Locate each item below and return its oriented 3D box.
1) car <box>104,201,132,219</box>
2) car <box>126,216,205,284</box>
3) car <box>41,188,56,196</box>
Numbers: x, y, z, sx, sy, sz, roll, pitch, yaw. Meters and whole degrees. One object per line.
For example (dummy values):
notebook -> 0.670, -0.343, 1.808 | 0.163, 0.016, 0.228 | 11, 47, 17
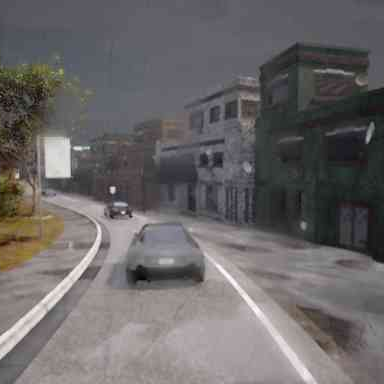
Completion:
car -> -6.594, 1.489, 29.468 | 1.812, 1.442, 4.674 | -2, 2, -24
car -> -0.828, 1.581, 9.725 | 1.994, 1.385, 4.181 | -1, 0, -7
car -> -26.528, -0.017, 61.431 | 2.033, 1.411, 5.357 | -3, 5, -33
